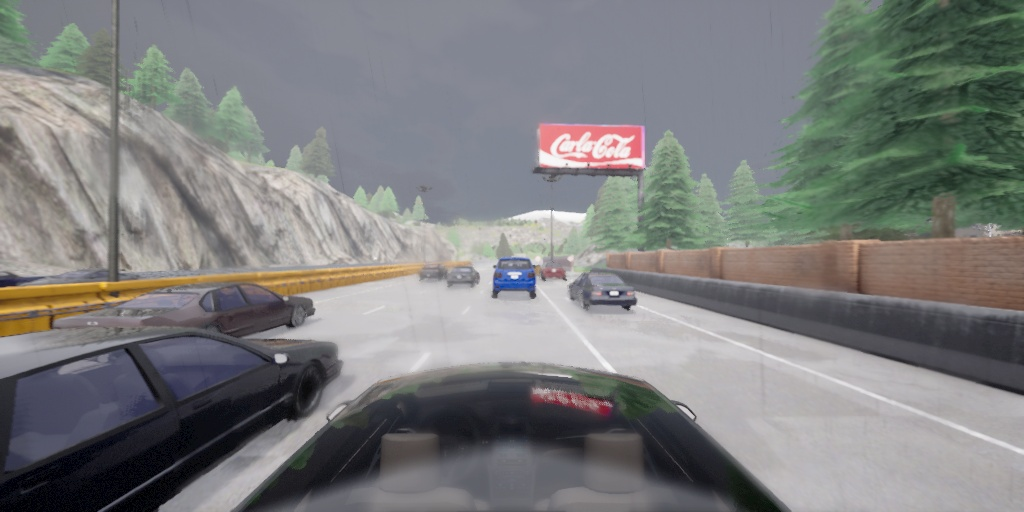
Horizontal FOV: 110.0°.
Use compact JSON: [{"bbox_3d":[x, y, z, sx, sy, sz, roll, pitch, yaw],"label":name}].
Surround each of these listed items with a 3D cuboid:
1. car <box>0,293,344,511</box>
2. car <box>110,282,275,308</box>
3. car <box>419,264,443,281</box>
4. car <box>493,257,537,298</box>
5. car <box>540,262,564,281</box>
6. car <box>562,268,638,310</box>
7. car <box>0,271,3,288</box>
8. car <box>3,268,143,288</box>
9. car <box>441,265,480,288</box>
[{"bbox_3d":[-3.403,1.300,2.814,2.033,1.411,5.357,0,0,0],"label":"car"},{"bbox_3d":[-6.895,1.328,8.426,2.033,1.411,5.357,0,0,0],"label":"car"},{"bbox_3d":[-6.864,1.410,31.950,2.128,1.511,4.902,0,0,0],"label":"car"},{"bbox_3d":[0.126,1.076,19.428,2.150,2.045,5.566,0,0,0],"label":"car"},{"bbox_3d":[3.689,1.287,32.658,2.097,1.767,4.553,0,0,2],"label":"car"},{"bbox_3d":[3.620,1.380,15.196,2.033,1.411,5.357,0,0,0],"label":"car"},{"bbox_3d":[-28.009,1.416,18.565,1.895,1.301,4.718,0,0,1],"label":"car"},{"bbox_3d":[-21.020,1.383,17.681,1.994,1.385,4.181,0,0,1],"label":"car"},{"bbox_3d":[-3.367,1.432,25.489,2.033,1.411,5.357,0,0,0],"label":"car"}]
